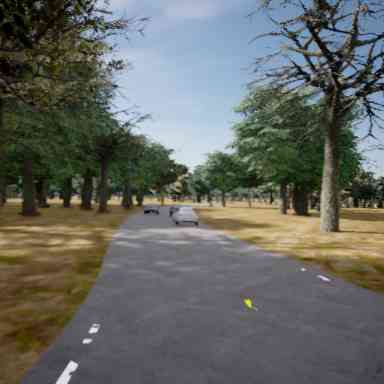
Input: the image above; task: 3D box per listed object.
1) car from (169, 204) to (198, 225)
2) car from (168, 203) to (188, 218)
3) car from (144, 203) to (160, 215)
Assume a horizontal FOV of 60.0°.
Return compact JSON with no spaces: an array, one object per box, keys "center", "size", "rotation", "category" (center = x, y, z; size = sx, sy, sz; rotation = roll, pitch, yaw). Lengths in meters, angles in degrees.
[{"center":[-0.627,2.033,28.945],"size":[1.812,1.442,4.674],"rotation":[2,-1,-8],"category":"car"},{"center":[-1.809,2.180,40.576],"size":[2.128,1.511,4.902],"rotation":[2,-1,-5],"category":"car"},{"center":[-5.117,2.156,42.696],"size":[2.033,1.411,5.357],"rotation":[2,-1,-4],"category":"car"}]
